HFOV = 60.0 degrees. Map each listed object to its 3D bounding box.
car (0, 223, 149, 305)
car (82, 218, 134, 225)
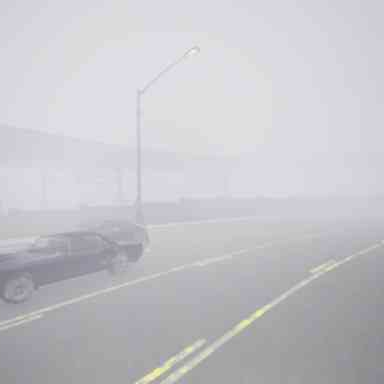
[{"bbox_3d":[-3.555,1.782,8.920,1.895,1.301,4.718,-2,-1,35],"label":"car"},{"bbox_3d":[-3.818,1.814,14.144,1.994,1.385,4.181,-2,-1,39],"label":"car"}]
